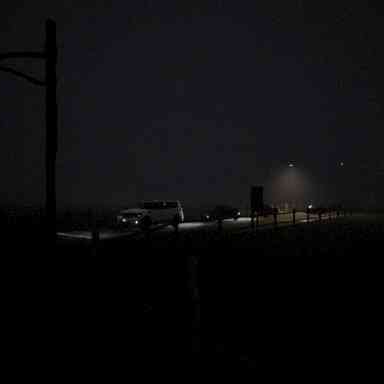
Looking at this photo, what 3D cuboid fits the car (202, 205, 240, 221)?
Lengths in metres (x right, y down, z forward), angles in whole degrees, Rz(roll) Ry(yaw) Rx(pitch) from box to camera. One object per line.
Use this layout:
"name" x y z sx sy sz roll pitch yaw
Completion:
"car" 2.902 2.067 32.525 2.128 1.511 4.902 0 -1 36

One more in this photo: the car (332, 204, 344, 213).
"car" 23.361 2.670 54.192 1.812 1.442 4.674 0 -1 37

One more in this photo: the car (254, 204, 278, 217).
"car" 8.936 2.265 40.752 2.128 1.511 4.902 0 -1 36

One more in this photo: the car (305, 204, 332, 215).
"car" 17.166 2.483 45.761 2.033 1.411 5.357 0 -1 36

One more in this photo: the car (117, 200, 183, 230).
"car" -2.917 1.608 24.590 2.150 2.045 5.566 0 -1 36
